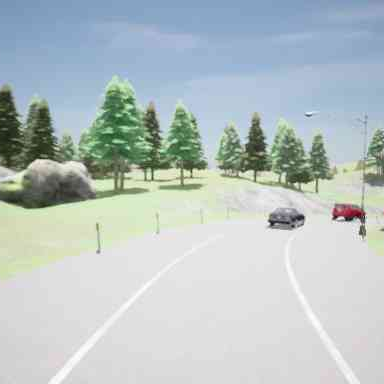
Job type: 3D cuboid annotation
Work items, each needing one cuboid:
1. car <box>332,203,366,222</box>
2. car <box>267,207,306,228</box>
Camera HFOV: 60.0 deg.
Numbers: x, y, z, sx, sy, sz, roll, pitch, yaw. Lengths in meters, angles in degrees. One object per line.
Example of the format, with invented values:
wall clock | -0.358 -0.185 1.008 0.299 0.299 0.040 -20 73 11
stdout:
car | 18.562 2.376 39.231 5.566 2.045 2.150 4 0 -43
car | 7.234 1.878 25.169 2.033 1.411 5.357 2 -1 29
